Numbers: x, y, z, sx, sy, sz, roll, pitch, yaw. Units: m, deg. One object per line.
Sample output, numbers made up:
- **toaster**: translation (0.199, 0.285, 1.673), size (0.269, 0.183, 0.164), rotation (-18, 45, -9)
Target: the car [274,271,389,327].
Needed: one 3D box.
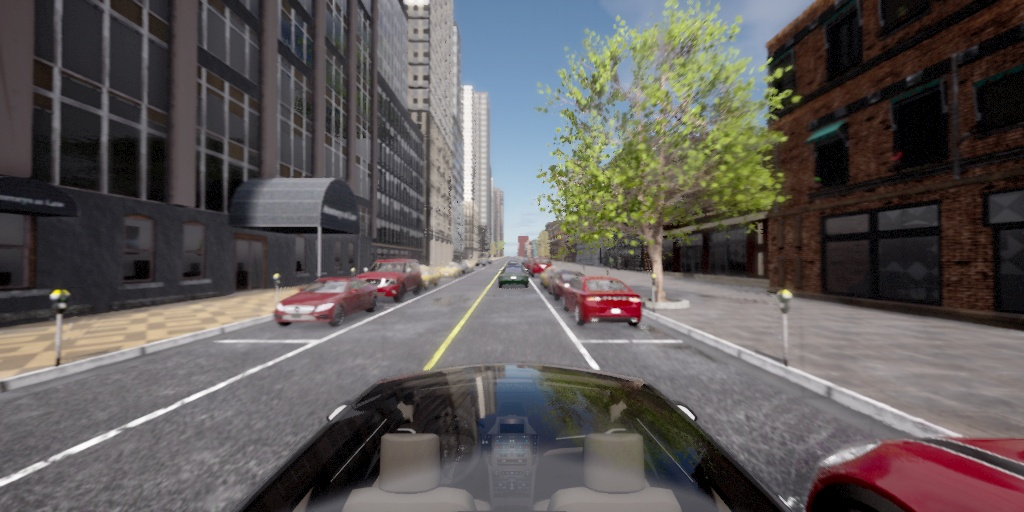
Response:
- **car**: translation (-5.690, 1.334, 11.551), size (1.802, 1.307, 4.207), rotation (0, 0, 0)

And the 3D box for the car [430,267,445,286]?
- **car**: translation (-5.690, 1.277, 22.473), size (1.751, 1.417, 4.829), rotation (0, 0, 0)

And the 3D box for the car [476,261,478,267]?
- **car**: translation (-5.691, 1.268, 44.658), size (1.751, 1.417, 4.829), rotation (0, 0, 0)

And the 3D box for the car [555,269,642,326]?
- **car**: translation (2.691, 1.297, 11.554), size (1.888, 1.381, 4.507), rotation (0, 0, 0)

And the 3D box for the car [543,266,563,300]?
- **car**: translation (2.691, 1.334, 17.099), size (1.802, 1.307, 4.207), rotation (0, 0, 0)

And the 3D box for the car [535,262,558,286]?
- **car**: translation (2.691, 1.277, 22.815), size (1.751, 1.417, 4.829), rotation (0, 0, 0)

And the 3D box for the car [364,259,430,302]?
- **car**: translation (-5.690, 1.067, 17.097), size (2.192, 1.841, 5.009), rotation (0, 0, 0)

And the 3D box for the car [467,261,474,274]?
- **car**: translation (-5.691, 1.311, 39.283), size (1.948, 1.339, 4.313), rotation (0, 0, 0)

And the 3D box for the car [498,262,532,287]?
- **car**: translation (0.099, 1.315, 24.379), size (1.994, 1.385, 4.181), rotation (0, 0, 0)

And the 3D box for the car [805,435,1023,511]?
- **car**: translation (2.691, 1.190, 0.460), size (1.967, 1.591, 4.097), rotation (0, 0, 0)

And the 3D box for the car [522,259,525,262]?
- **car**: translation (2.690, 1.058, 44.831), size (2.192, 1.841, 5.009), rotation (0, 0, 0)

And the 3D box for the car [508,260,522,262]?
- **car**: translation (0.099, 1.267, 47.189), size (1.812, 1.442, 4.674), rotation (0, 0, 0)

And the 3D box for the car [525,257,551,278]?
- **car**: translation (2.690, 1.063, 33.738), size (2.192, 1.841, 5.009), rotation (0, 0, 0)

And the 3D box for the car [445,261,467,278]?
- **car**: translation (-5.691, 1.274, 33.565), size (1.751, 1.417, 4.829), rotation (0, 0, 0)
